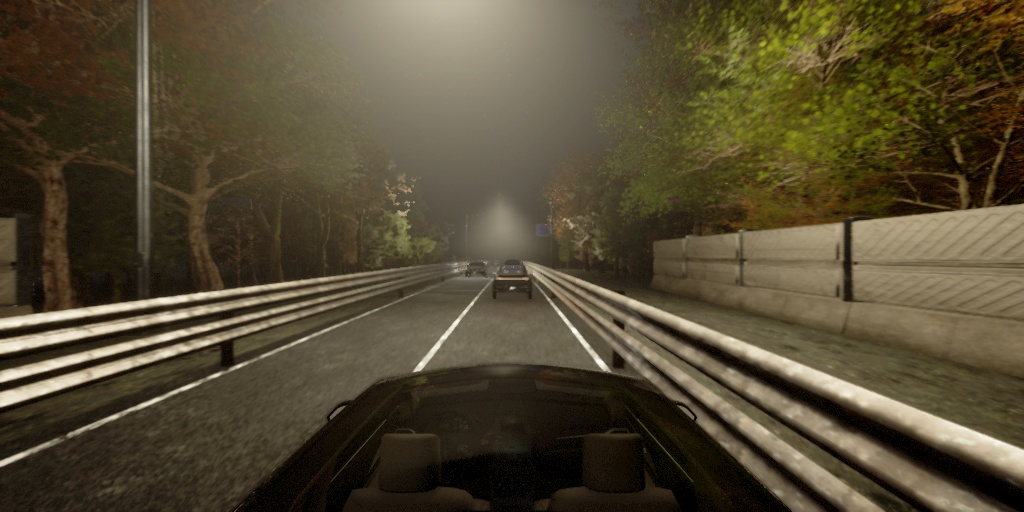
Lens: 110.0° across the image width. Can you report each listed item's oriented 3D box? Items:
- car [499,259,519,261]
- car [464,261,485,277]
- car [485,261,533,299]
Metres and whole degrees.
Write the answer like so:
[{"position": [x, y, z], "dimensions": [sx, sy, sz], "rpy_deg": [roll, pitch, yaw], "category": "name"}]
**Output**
[{"position": [0.091, 1.072, 36.606], "dimensions": [2.097, 1.767, 4.553], "rpy_deg": [0, 0, 0], "category": "car"}, {"position": [-3.325, 1.232, 34.196], "dimensions": [1.812, 1.442, 4.674], "rpy_deg": [0, 0, 0], "category": "car"}, {"position": [0.024, 1.168, 17.648], "dimensions": [2.128, 1.511, 4.902], "rpy_deg": [0, 0, 0], "category": "car"}]
